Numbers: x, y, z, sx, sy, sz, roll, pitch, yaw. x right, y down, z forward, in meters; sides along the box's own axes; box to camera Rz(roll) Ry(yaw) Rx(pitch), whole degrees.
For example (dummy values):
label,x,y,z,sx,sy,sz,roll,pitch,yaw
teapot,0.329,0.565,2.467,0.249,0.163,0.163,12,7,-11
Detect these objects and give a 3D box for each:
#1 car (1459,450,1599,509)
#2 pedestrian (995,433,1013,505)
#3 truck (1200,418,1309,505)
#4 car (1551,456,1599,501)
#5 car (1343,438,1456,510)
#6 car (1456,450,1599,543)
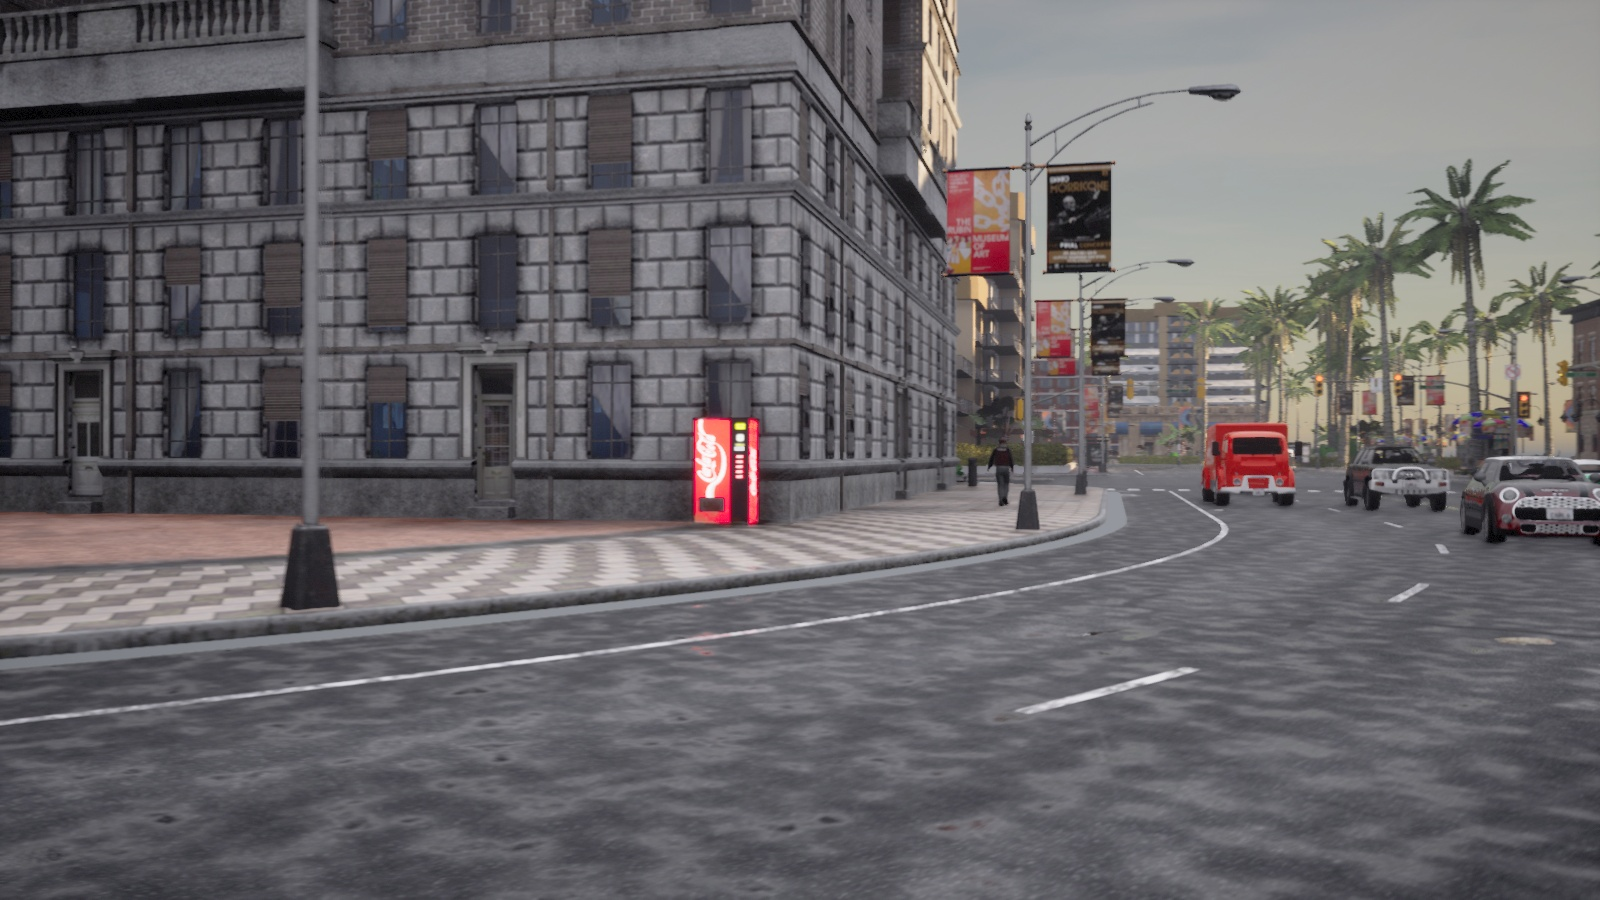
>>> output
label,x,y,z,sx,sy,sz,roll,pitch,yaw
car,20.091,0.764,34.784,2.128,1.511,4.902,0,0,14
pedestrian,5.317,0.498,32.762,0.376,1.854,0.720,0,0,16
truck,13.791,0.352,38.457,2.627,2.467,5.204,0,0,14
car,24.913,0.867,39.627,1.481,1.376,2.207,0,0,14
car,16.476,0.634,34.752,1.932,1.855,4.605,0,0,14
car,12.917,0.750,22.032,1.970,1.475,3.806,0,0,19
